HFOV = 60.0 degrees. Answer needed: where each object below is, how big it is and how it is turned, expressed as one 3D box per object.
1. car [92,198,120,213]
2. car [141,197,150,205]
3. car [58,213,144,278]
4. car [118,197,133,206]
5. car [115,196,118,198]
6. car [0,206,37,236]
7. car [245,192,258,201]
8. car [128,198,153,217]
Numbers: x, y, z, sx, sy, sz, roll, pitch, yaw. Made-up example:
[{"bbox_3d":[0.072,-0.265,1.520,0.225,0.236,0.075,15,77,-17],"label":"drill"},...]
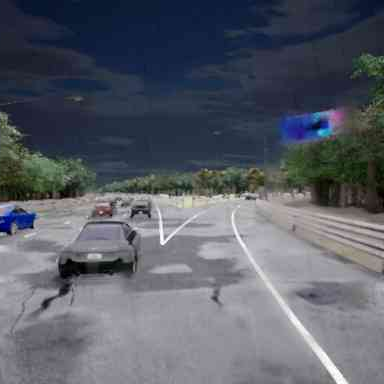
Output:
[{"bbox_3d":[-8.152,1.610,31.130,1.812,1.442,4.674,0,0,-6],"label":"car"},{"bbox_3d":[-9.368,1.817,67.183,1.812,1.442,4.674,0,0,-9],"label":"car"},{"bbox_3d":[-2.633,1.585,10.316,1.994,1.385,4.181,0,0,-6],"label":"car"},{"bbox_3d":[-11.513,1.792,59.108,2.033,1.411,5.357,0,0,-9],"label":"car"},{"bbox_3d":[-16.480,1.884,68.064,1.994,1.385,4.181,0,0,-9],"label":"car"},{"bbox_3d":[-10.405,1.529,18.765,1.882,1.535,5.008,0,0,-6],"label":"car"},{"bbox_3d":[14.546,1.371,83.126,1.837,1.490,4.892,0,0,23],"label":"car"},{"bbox_3d":[-4.810,1.586,31.879,1.837,1.490,4.892,0,0,-6],"label":"car"}]
